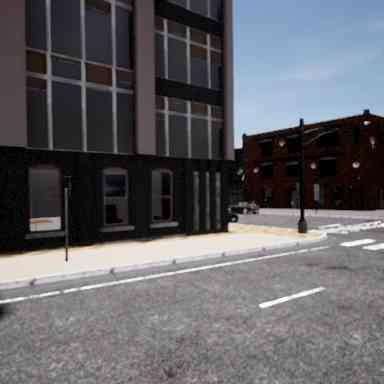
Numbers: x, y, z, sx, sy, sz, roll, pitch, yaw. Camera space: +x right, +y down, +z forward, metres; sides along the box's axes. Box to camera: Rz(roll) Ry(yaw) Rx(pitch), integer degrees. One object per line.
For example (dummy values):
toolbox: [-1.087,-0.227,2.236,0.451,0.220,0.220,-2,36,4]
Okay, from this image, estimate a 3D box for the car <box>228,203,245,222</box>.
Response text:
car: [2.105,1.870,28.752,1.947,1.339,4.313,-2,0,-36]

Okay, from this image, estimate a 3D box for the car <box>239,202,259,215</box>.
car: [5.778,1.824,38.327,2.008,1.369,4.403,-2,0,-36]
